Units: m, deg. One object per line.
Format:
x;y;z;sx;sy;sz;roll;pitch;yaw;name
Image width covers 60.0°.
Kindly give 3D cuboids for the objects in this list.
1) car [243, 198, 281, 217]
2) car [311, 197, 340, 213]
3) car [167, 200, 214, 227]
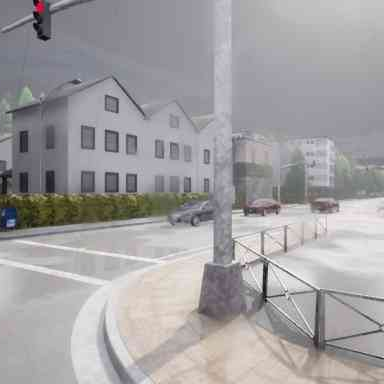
6.322;1.289;29.706;1.882;1.535;5.008;0;0;35;car
13.505;1.289;33.618;1.882;1.535;5.008;0;0;35;car
0.400;1.303;21.349;2.128;1.511;4.902;0;0;35;car
